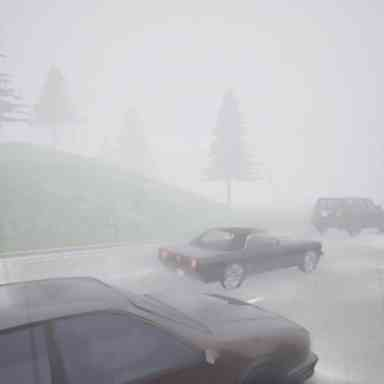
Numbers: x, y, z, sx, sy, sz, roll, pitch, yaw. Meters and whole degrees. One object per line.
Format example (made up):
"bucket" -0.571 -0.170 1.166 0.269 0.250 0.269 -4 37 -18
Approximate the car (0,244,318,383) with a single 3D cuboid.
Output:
"car" -1.212 1.549 2.885 5.357 1.411 2.033 0 0 -35

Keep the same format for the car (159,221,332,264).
"car" 1.544 1.626 9.147 4.718 1.301 1.895 0 0 -35

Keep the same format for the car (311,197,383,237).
"car" 9.055 1.292 18.802 5.566 2.045 2.150 0 0 -35
